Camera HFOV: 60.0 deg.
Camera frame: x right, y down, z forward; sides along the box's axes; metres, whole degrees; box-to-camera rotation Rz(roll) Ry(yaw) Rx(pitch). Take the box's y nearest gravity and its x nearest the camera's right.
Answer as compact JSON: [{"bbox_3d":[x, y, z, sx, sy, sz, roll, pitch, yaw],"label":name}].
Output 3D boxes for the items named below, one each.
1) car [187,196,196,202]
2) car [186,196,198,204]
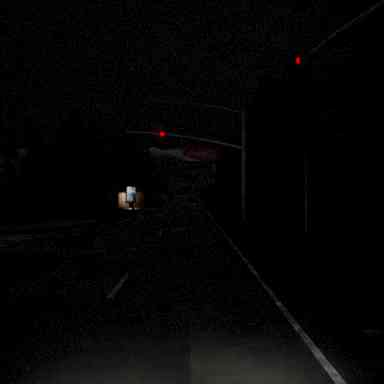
[{"bbox_3d":[-0.029,1.523,71.595,1.895,1.301,4.718,0,0,0],"label":"car"},{"bbox_3d":[-0.025,1.501,61.181,1.837,1.490,4.892,0,0,0],"label":"car"}]
